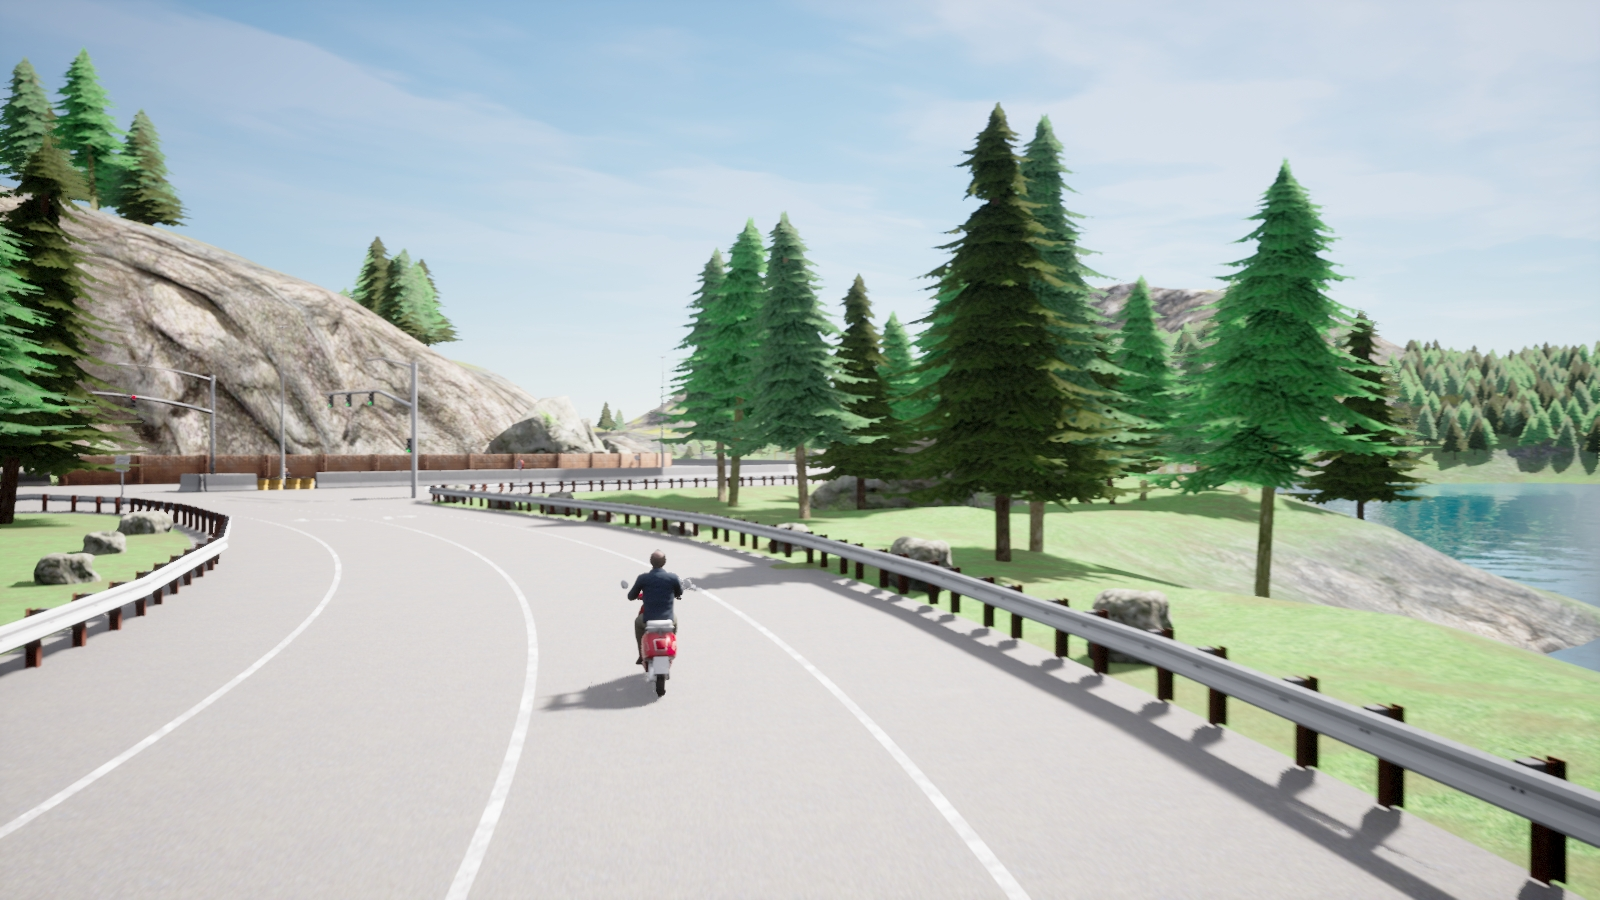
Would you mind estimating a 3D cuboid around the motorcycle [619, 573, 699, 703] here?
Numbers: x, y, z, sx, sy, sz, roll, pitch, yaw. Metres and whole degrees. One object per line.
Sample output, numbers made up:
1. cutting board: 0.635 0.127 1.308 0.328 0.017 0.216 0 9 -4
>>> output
1. motorcycle: -1.709 2.183 13.622 0.856 1.236 1.805 0 0 -10
